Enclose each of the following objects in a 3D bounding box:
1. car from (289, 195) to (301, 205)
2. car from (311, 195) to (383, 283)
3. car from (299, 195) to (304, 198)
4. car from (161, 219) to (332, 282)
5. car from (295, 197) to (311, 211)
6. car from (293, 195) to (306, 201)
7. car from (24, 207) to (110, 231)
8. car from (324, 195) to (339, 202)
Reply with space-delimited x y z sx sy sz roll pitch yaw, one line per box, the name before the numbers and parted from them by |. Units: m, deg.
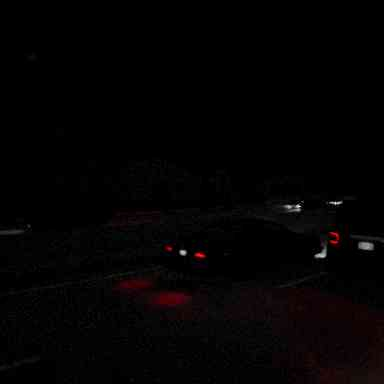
car | 16.947 1.423 54.346 1.812 1.442 4.674 -1 0 22
car | 5.536 1.160 8.460 5.566 2.045 2.150 -1 0 -41
car | 15.779 1.440 43.680 1.994 1.385 4.181 -1 0 28
car | 1.694 1.514 9.717 5.357 1.411 2.033 -1 0 -40
car | 11.589 1.436 30.562 2.033 1.411 5.357 -1 0 37
car | 26.525 1.387 82.133 1.812 1.442 4.674 -1 0 4
car | -7.604 1.620 20.443 4.718 1.301 1.895 0 0 -40
car | 28.301 1.364 67.612 1.994 1.385 4.181 -1 0 13
